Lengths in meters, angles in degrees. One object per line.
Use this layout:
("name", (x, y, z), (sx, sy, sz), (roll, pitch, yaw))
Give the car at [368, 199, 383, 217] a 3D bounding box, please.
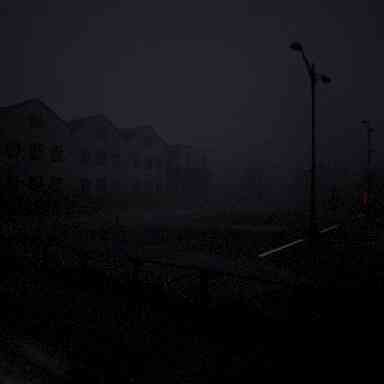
("car", (15.494, 1.298, 26.768), (2.007, 1.523, 4.514), (0, 0, 35))
